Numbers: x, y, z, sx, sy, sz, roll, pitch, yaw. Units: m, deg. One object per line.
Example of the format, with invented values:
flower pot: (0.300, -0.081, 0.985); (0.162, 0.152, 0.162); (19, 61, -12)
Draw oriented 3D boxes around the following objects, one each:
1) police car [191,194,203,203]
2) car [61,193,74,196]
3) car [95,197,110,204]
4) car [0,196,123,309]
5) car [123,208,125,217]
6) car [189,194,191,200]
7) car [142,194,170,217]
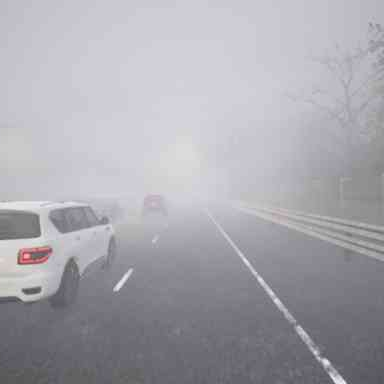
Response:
police car: (1.223, 1.504, 68.890); (1.930, 1.638, 5.238); (0, 0, 0)
car: (-24.502, 1.293, 65.011); (2.150, 2.045, 5.566); (0, 0, 0)
car: (-17.505, 1.625, 65.236); (1.994, 1.385, 4.181); (0, 0, 0)
car: (-3.405, 1.222, 8.014); (2.150, 2.045, 5.566); (0, 0, 0)
car: (-6.902, 1.565, 27.479); (2.033, 1.411, 5.357); (0, 0, 0)
car: (-0.002, 1.484, 88.293); (2.033, 1.411, 5.357); (0, 0, 0)
car: (-3.401, 1.244, 31.853); (2.150, 2.045, 5.566); (0, 0, 0)
